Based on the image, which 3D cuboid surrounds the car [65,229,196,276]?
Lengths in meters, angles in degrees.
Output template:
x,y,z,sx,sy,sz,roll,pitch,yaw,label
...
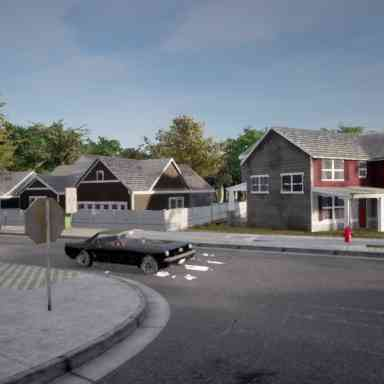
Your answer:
x,y,z,sx,sy,sz,roll,pitch,yaw,label
-2.271,2.027,11.979,4.718,1.301,1.895,-2,0,29,car
